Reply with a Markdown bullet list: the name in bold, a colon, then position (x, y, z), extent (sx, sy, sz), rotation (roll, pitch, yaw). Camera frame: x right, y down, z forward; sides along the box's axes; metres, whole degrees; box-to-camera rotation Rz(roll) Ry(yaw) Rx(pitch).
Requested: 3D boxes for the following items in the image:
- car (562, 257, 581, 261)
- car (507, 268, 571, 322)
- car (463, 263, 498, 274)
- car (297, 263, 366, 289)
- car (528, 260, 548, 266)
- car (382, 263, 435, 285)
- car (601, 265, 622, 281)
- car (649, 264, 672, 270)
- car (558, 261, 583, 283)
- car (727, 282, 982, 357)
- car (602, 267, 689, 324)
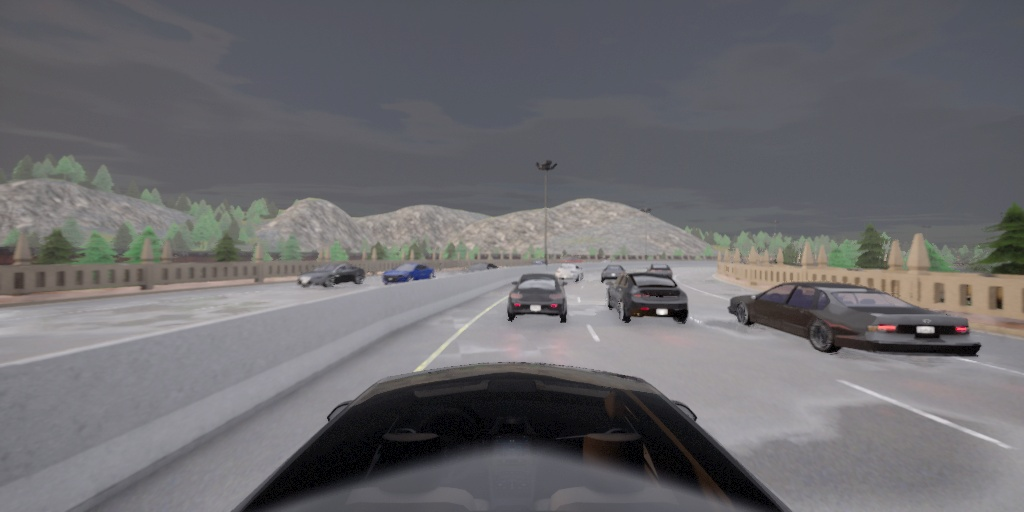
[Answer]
- **car**: position (10.250, 1.188, 63.194), extent (2.150, 2.045, 5.566), rotation (0, 0, 37)
- **car**: position (0.936, 1.309, 12.393), extent (1.812, 1.442, 4.674), rotation (0, 0, 7)
- **car**: position (-2.544, 1.320, 30.318), extent (1.837, 1.490, 4.892), rotation (0, 0, 17)
- **car**: position (-11.566, 1.246, 23.303), extent (2.128, 1.511, 4.902), rotation (0, 0, 12)
- **car**: position (4.549, 1.457, 61.247), extent (1.812, 1.442, 4.674), rotation (0, 0, 34)
- **car**: position (-7.367, 1.259, 25.936), extent (1.882, 1.535, 5.008), rotation (0, 0, 14)
- **car**: position (8.529, 1.430, 29.828), extent (1.994, 1.385, 4.181), rotation (0, 0, 18)
- **car**: position (12.149, 1.374, 29.665), extent (2.128, 1.511, 4.902), rotation (0, 0, 19)
- **car**: position (4.768, 1.374, 29.669), extent (1.812, 1.442, 4.674), rotation (0, 0, 18)
- **car**: position (7.499, 1.352, 8.799), extent (2.033, 1.411, 5.357), rotation (0, 0, 5)
- **car**: position (4.450, 1.305, 12.357), extent (1.837, 1.490, 4.892), rotation (0, 0, 7)
